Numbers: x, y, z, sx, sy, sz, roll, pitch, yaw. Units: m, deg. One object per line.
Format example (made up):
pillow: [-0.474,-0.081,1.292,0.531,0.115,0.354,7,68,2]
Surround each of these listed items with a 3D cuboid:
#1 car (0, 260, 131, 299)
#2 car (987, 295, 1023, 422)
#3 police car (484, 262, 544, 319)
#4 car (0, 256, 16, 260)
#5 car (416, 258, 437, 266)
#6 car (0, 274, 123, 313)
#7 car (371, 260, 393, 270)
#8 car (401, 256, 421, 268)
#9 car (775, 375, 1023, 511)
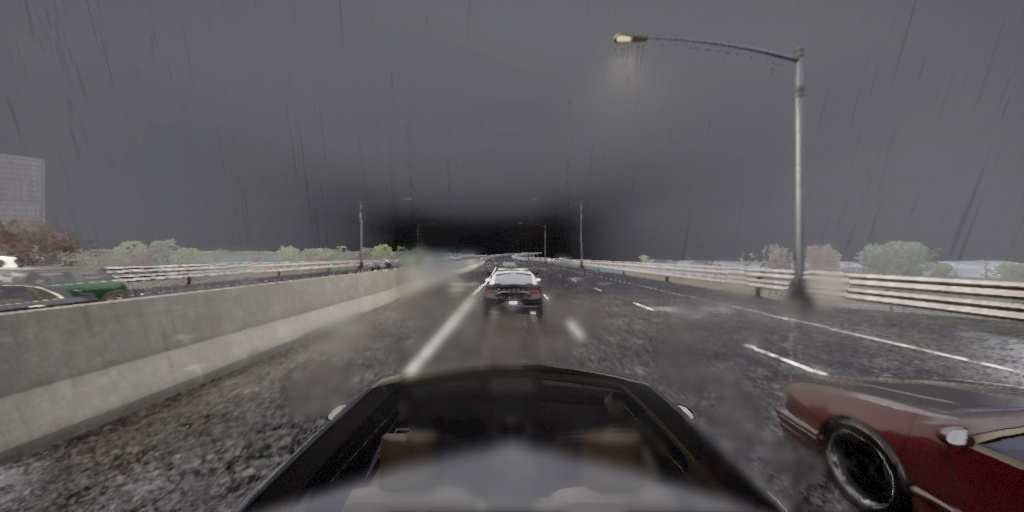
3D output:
car: [-14.137,1.104,10.335,2.097,1.767,4.553,0,0,0]
car: [7.092,1.254,2.215,1.837,1.490,4.892,0,0,0]
police car: [0.047,1.175,13.015,1.930,1.638,5.238,0,0,0]
car: [-17.633,0.975,9.944,2.150,2.045,5.566,0,0,0]
car: [-11.247,1.299,48.937,1.994,1.385,4.181,0,0,-1]
car: [-10.618,1.257,6.442,1.837,1.490,4.892,0,0,0]
car: [-18.287,1.299,50.485,1.994,1.385,4.181,0,0,-1]
car: [-14.866,0.952,53.701,2.150,2.045,5.566,0,0,-1]
car: [3.590,1.297,1.142,2.033,1.411,5.357,0,0,0]
